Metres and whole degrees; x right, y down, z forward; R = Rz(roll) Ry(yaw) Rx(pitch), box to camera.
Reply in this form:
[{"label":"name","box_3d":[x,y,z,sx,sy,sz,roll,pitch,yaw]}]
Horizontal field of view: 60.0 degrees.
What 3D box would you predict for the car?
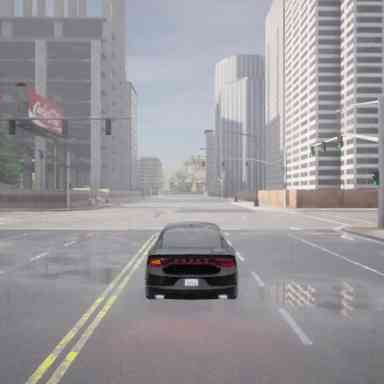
[{"label":"car","box_3d":[-0.003,1.478,8.464,1.882,1.535,5.008,0,0,0]}]
